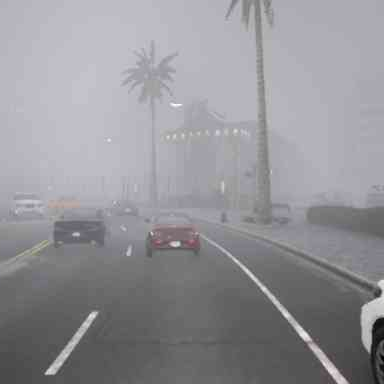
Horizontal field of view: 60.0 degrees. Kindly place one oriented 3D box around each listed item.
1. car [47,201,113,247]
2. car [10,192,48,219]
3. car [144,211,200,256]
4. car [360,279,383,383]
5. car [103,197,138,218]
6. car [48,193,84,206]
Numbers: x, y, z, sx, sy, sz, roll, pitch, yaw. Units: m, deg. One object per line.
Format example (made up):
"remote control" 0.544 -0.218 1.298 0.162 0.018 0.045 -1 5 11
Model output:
"car" -4.661 1.380 14.542 1.882 1.535 5.008 1 0 -11
"car" -13.708 1.005 27.482 2.150 2.045 5.566 0 0 -33
"car" -0.835 1.463 12.793 1.812 1.442 4.674 0 0 -8
"car" 2.991 1.233 1.506 2.150 2.045 5.566 0 0 1
"car" -5.993 1.397 28.035 1.994 1.385 4.181 0 0 -27
"car" -12.078 1.129 31.162 2.097 1.767 4.553 0 0 -35
